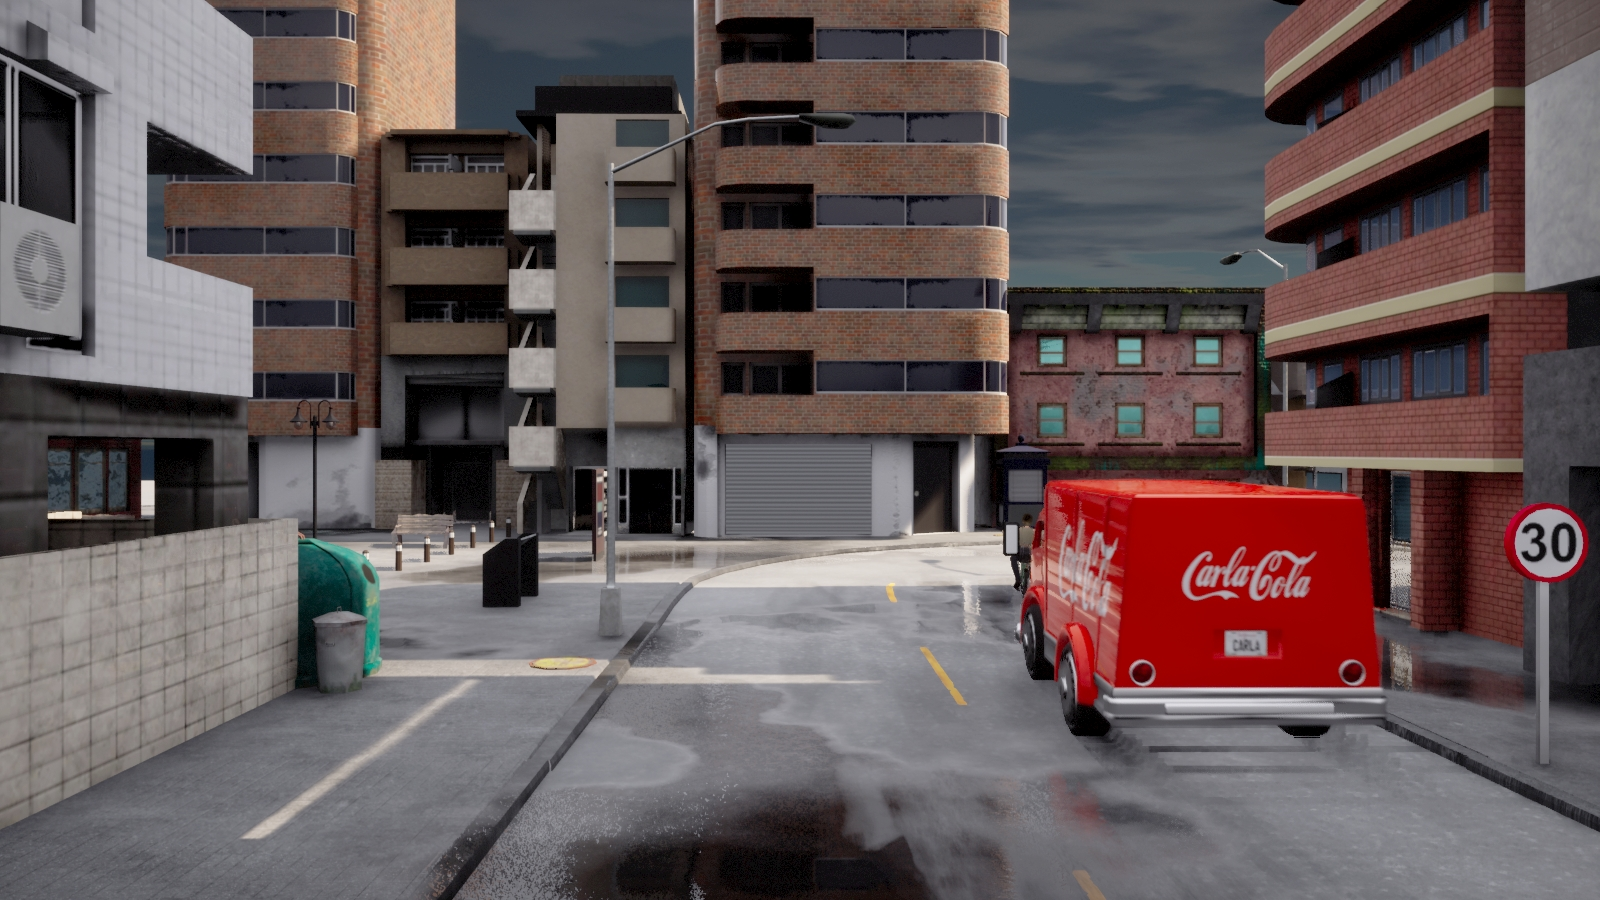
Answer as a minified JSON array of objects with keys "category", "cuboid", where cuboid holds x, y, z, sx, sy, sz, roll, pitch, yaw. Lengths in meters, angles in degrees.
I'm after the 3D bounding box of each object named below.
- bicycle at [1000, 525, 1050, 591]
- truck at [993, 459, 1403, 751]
[{"category":"bicycle","cuboid":[4.281,2.046,21.799,0.859,1.080,1.487,2,0,9]},{"category":"truck","cuboid":[3.864,1.353,12.442,2.627,2.467,5.204,0,0,0]}]
